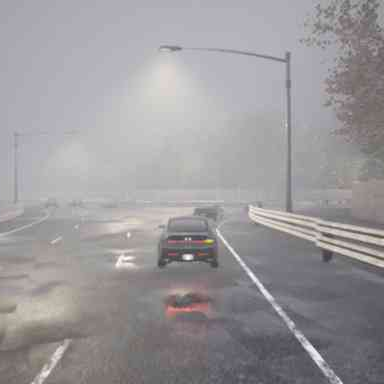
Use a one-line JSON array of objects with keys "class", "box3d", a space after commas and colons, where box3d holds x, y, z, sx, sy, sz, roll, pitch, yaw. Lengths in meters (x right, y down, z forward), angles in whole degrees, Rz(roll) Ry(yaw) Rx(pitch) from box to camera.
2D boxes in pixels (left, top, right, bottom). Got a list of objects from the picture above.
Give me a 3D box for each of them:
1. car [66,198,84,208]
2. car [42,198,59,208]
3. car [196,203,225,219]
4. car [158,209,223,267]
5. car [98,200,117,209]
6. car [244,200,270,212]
[{"class": "car", "box3d": [-19.911, 1.797, 56.516, 2.097, 1.767, 4.553, 0, 0, -31]}, {"class": "car", "box3d": [-24.243, 1.814, 56.839, 2.097, 1.767, 4.553, 0, 0, -32]}, {"class": "car", "box3d": [1.608, 1.663, 28.938, 1.882, 1.535, 5.008, -1, -1, 16]}, {"class": "car", "box3d": [-0.135, 1.583, 11.711, 1.837, 1.490, 4.892, 0, 0, -1]}, {"class": "car", "box3d": [-13.290, 1.940, 52.192, 2.033, 1.411, 5.357, 0, 0, -28]}, {"class": "car", "box3d": [8.199, 1.773, 41.860, 1.812, 1.442, 4.674, -1, -1, 37]}]
